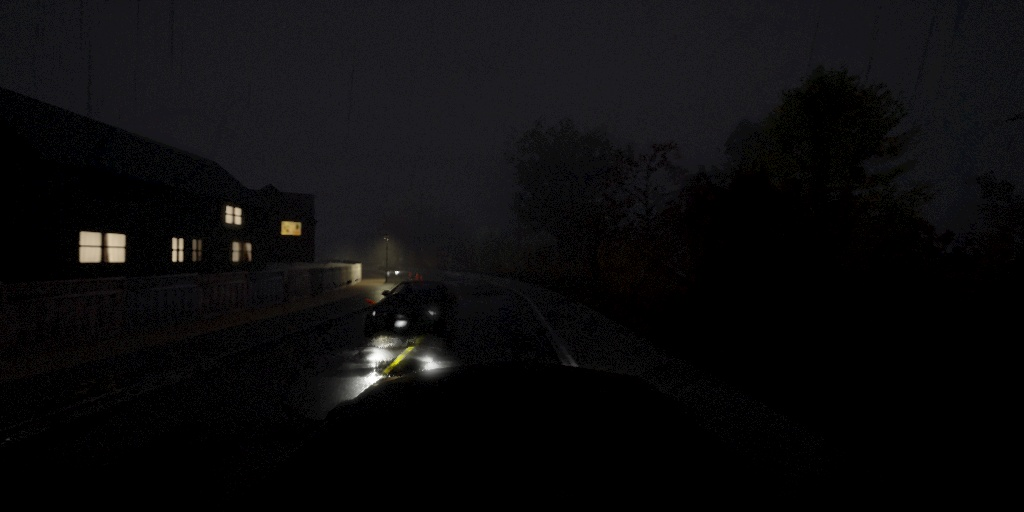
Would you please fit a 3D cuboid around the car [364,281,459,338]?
[{"bbox_3d":[-2.687,1.423,10.426,1.994,1.385,4.181,0,-1,-2],"label":"car"}]

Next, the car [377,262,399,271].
[{"bbox_3d":[-18.023,1.493,52.020,1.994,1.385,4.181,1,0,-39],"label":"car"}]

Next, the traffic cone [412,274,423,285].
[{"bbox_3d":[-6.778,1.771,25.692,0.340,0.580,0.340,0,0,11],"label":"traffic cone"}]

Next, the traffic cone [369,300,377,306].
[{"bbox_3d":[-5.255,1.688,13.932,0.340,0.580,0.340,0,0,-23],"label":"traffic cone"}]

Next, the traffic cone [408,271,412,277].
[{"bbox_3d":[-11.127,1.963,39.196,0.340,0.580,0.340,0,0,-26],"label":"traffic cone"}]
